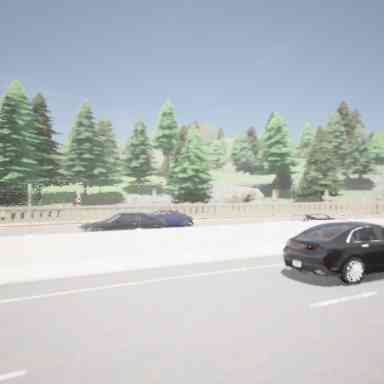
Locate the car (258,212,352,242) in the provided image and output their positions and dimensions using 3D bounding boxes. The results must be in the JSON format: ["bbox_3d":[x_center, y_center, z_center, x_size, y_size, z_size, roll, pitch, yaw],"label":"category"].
[{"bbox_3d":[6.146,1.819,18.090,4.718,1.301,1.895,0,-1,-22],"label":"car"}]

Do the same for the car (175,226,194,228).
[{"bbox_3d":[-1.957,1.883,22.072,4.181,1.385,1.994,0,-1,-25],"label":"car"}]

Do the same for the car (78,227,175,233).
[{"bbox_3d":[-3.521,1.790,17.438,4.674,1.442,1.812,0,-1,-27],"label":"car"}]

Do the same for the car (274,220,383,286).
[{"bbox_3d":[4.918,1.615,9.681,4.892,1.490,1.837,0,-1,-25],"label":"car"}]
